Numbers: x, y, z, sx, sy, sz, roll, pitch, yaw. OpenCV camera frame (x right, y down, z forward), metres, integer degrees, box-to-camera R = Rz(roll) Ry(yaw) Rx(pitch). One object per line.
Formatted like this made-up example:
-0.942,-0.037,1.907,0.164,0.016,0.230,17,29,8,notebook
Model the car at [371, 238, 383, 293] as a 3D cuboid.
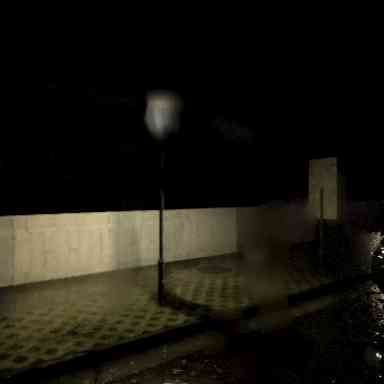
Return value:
6.319,1.217,7.481,5.566,2.045,2.150,0,0,-35,car
